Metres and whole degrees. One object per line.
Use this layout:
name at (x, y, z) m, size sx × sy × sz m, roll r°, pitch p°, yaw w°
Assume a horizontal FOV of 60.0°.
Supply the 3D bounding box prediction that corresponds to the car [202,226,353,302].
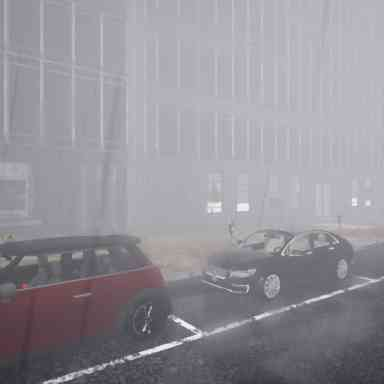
car at (2.239, 1.550, 8.167) m, size 4.403 × 1.369 × 2.008 m, roll 0°, pitch 0°, yaw -36°

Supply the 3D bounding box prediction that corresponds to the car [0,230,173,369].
car at (-2.391, 1.440, 4.856) m, size 4.097 × 1.590 × 1.967 m, roll 0°, pitch 0°, yaw -36°
